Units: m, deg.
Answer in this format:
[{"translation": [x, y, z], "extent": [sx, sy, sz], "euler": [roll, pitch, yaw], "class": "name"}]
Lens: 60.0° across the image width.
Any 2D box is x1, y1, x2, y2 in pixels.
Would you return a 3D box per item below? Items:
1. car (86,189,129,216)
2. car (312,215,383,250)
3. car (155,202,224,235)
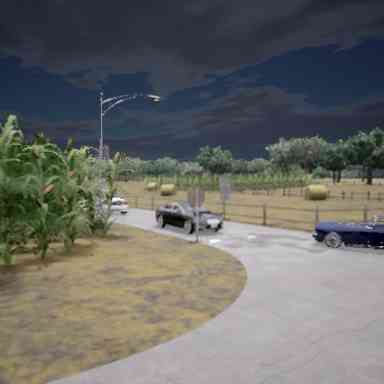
[{"translation": [-7.325, 0.810, 28.353], "extent": [2.150, 2.045, 5.566], "euler": [0, 2, -35], "class": "car"}, {"translation": [7.084, 1.540, 12.561], "extent": [4.718, 1.301, 1.895], "euler": [1, 1, 28], "class": "car"}, {"translation": [-0.263, 1.298, 17.825], "extent": [2.128, 1.511, 4.902], "euler": [0, 1, -33], "class": "car"}]
